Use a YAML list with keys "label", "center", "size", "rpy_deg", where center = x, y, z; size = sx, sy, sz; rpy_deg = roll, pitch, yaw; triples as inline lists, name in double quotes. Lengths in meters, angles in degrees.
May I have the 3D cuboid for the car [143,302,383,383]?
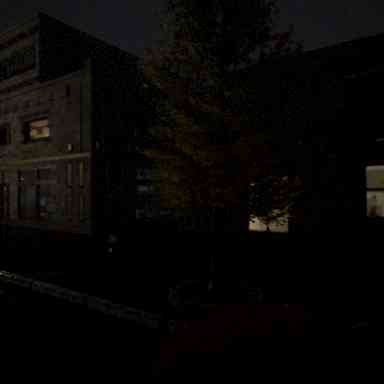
- label: "car"
  center: [1.928, 1.315, 1.504]
  size: [5.009, 1.841, 2.192]
  rpy_deg: [0, 0, 35]
